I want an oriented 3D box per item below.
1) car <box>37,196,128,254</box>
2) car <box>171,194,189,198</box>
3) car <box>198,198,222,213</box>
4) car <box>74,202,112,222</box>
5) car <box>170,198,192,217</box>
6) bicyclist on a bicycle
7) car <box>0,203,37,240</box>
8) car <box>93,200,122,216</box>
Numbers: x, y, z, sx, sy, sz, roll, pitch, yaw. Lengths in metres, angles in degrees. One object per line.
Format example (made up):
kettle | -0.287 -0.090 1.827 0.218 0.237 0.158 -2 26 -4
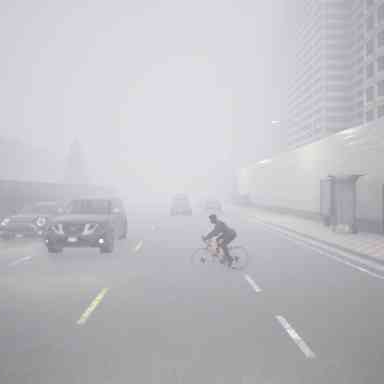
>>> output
car | -4.065 1.220 13.820 2.150 2.045 5.566 0 0 -2
car | -1.503 1.221 43.758 2.150 2.045 5.566 0 0 -4
car | 2.221 1.491 37.716 2.128 1.511 4.902 0 0 -2
car | -7.987 1.564 27.170 1.994 1.385 4.181 0 0 -2
car | -1.056 1.564 31.726 1.994 1.385 4.181 0 0 -2
bicyclist on a bicycle | 0.782 1.454 9.490 1.656 1.620 0.582 -2 0 -2
car | -7.694 1.351 16.917 2.097 1.767 4.553 0 0 -2
car | -8.255 1.564 32.873 1.994 1.385 4.181 0 0 -2
